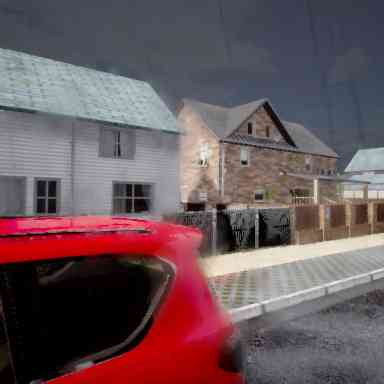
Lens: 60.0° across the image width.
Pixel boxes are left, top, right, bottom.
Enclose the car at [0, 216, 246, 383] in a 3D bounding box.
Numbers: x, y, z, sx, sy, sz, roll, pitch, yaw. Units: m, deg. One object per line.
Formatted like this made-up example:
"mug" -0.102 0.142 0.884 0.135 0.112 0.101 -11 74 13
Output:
"car" -2.206 1.221 1.497 5.566 2.045 2.150 0 0 -35
